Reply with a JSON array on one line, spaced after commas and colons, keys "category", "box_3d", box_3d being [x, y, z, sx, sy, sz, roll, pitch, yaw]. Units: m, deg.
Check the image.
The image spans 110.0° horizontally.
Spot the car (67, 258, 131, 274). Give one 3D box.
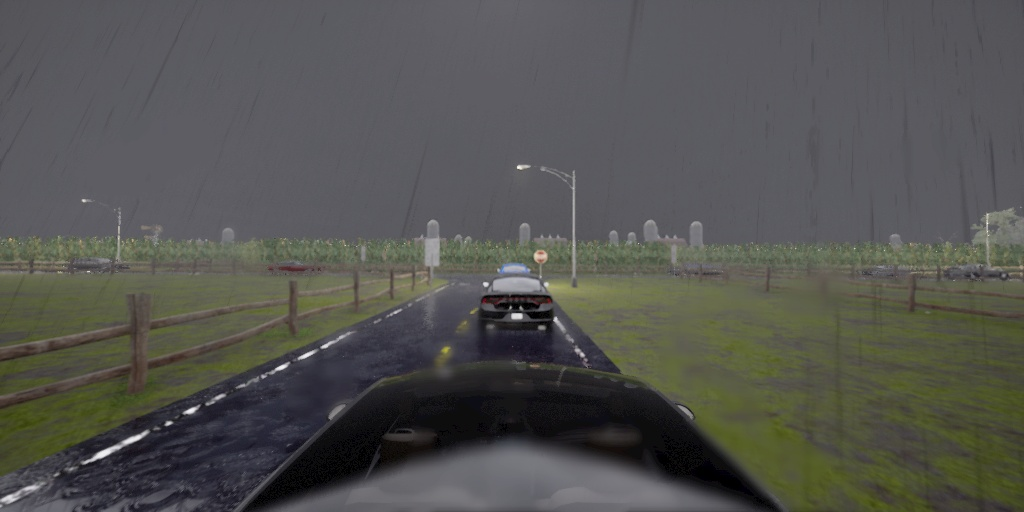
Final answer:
[{"category": "car", "box_3d": [-39.998, 0.925, 34.798, 4.892, 1.490, 1.837, 0, -1, 1]}]

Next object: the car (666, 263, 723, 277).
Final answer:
[{"category": "car", "box_3d": [18.980, 1.432, 37.256, 5.357, 1.411, 2.033, 0, -1, 0]}]

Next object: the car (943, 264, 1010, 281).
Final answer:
[{"category": "car", "box_3d": [44.220, 1.550, 34.151, 4.902, 1.511, 2.128, 1, -1, 0]}]

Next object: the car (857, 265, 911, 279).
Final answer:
[{"category": "car", "box_3d": [38.428, 1.614, 37.078, 4.181, 1.385, 1.994, 1, -1, 1]}]

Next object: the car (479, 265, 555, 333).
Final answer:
[{"category": "car", "box_3d": [0.124, 1.216, 10.677, 1.882, 1.535, 5.008, 0, 0, 0]}]

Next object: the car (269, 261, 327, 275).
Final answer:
[{"category": "car", "box_3d": [-20.561, 1.145, 34.623, 4.718, 1.301, 1.895, 0, -1, 0]}]
